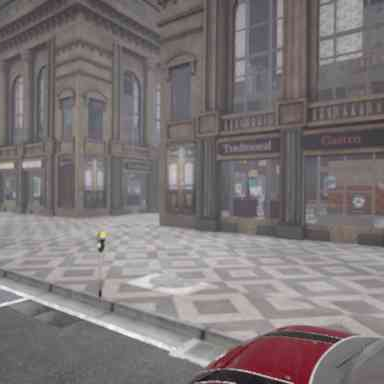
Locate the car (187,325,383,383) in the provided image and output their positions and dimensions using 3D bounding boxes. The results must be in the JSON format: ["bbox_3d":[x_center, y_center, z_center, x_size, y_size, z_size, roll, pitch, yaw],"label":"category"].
[{"bbox_3d":[1.712,1.445,1.735,4.097,1.590,1.967,1,1,36],"label":"car"}]
